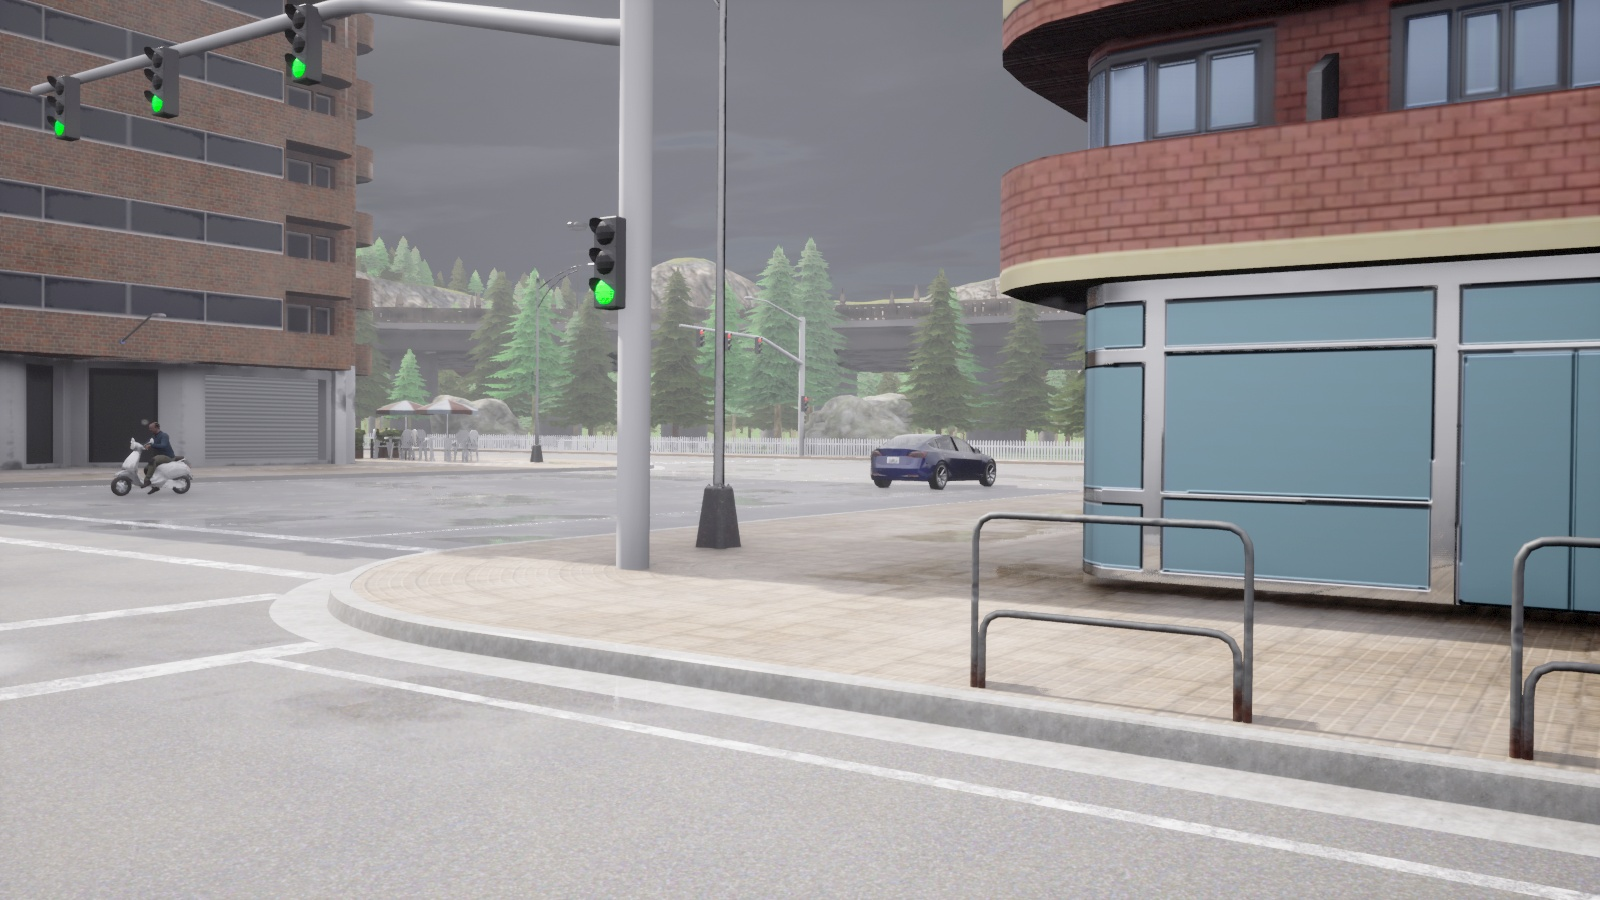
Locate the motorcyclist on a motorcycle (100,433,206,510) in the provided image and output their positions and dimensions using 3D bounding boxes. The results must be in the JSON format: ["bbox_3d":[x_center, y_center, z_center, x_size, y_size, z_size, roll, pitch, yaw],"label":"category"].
[{"bbox_3d":[-14.009,0.440,27.231,0.866,1.590,1.817,0,1,34],"label":"motorcyclist on a motorcycle"}]

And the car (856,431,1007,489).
[{"bbox_3d":[3.731,0.222,34.811,2.163,1.488,4.792,0,1,34],"label":"car"}]
